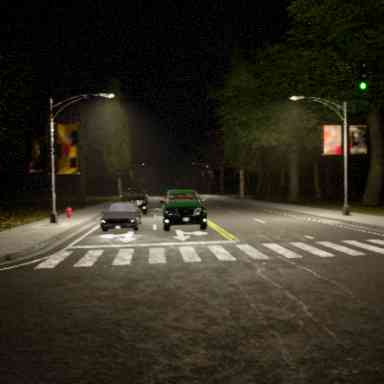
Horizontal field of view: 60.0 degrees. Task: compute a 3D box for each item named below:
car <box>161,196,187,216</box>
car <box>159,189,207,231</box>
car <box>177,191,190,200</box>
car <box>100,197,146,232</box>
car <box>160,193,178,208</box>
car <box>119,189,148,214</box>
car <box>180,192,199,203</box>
[{"bbox_3d":[-1.589,1.094,27.821,1.994,1.385,4.181,-1,1,-6],"label":"car"},{"bbox_3d":[-0.575,0.894,18.459,2.150,2.045,5.566,-1,1,-6],"label":"car"},{"bbox_3d":[-1.612,0.610,59.110,1.882,1.535,5.008,-1,1,-6],"label":"car"},{"bbox_3d":[-3.859,1.270,18.648,2.033,1.411,5.357,-1,1,-6],"label":"car"},{"bbox_3d":[-2.676,0.934,37.707,1.812,1.442,4.674,-1,1,-6],"label":"car"},{"bbox_3d":[-4.976,0.794,28.764,2.150,2.045,5.566,-1,1,-6],"label":"car"},{"bbox_3d":[-0.430,0.727,48.811,2.128,1.511,4.902,-1,1,-6],"label":"car"}]
